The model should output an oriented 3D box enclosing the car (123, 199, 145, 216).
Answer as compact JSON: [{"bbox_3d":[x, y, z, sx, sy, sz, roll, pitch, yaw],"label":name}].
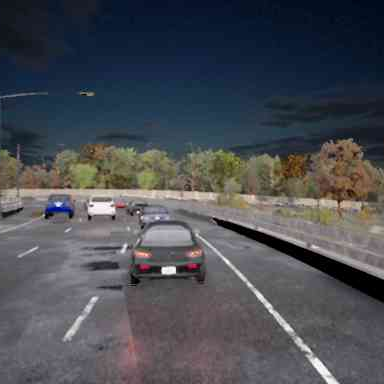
[{"bbox_3d":[-5.346,1.495,32.699,1.837,1.490,4.892,0,0,-17],"label":"car"}]

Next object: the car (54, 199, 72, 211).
[{"bbox_3d":[-16.608,1.594,42.654,1.895,1.301,4.718,0,0,-23],"label":"car"}]

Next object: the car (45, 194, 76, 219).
[{"bbox_3d":[-11.479,1.208,29.113,2.150,2.045,5.566,0,-1,-17],"label":"car"}]

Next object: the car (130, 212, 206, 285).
[{"bbox_3d":[-0.705,1.522,9.461,1.812,1.442,4.674,0,0,-5],"label":"car"}]

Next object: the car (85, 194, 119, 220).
[{"bbox_3d":[-7.699,1.217,28.370,2.150,2.045,5.566,0,0,-15],"label":"car"}]

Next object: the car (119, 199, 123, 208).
[{"bbox_3d":[-9.644,1.552,44.150,1.994,1.385,4.181,0,0,-23],"label":"car"}]

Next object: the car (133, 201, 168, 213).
[{"bbox_3d":[-2.457,1.540,21.222,2.033,1.411,5.357,0,0,-11],"label":"car"}]

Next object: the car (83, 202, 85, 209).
[{"bbox_3d":[-12.966,1.537,43.090,2.033,1.411,5.357,0,0,-24],"label":"car"}]
